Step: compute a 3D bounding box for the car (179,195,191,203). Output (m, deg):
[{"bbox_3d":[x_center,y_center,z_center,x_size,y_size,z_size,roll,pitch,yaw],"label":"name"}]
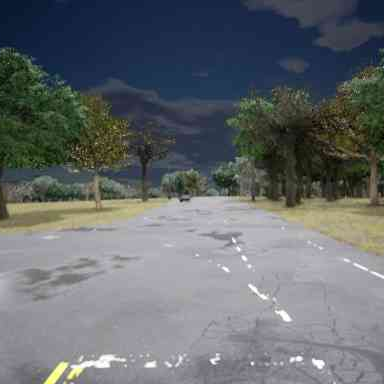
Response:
[{"bbox_3d":[-1.230,1.216,60.998,2.033,1.411,5.357,-1,1,2],"label":"car"}]
